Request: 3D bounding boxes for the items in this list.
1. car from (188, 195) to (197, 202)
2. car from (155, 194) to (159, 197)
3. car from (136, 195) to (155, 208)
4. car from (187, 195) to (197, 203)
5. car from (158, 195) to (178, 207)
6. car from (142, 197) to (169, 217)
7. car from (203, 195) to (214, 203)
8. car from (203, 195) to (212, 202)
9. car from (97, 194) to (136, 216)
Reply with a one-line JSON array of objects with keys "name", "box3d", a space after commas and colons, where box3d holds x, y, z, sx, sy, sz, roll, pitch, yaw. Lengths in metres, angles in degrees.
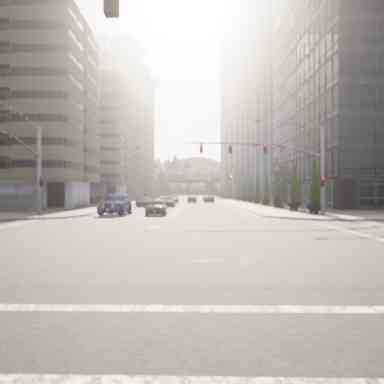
[{"name": "car", "box3d": [0.023, 1.443, 76.393, 1.994, 1.385, 4.181, 0, 0, 0]}, {"name": "car", "box3d": [-6.992, 1.284, 66.761, 2.097, 1.767, 4.553, 0, 0, 0]}, {"name": "car", "box3d": [-7.068, 1.428, 48.735, 1.882, 1.535, 5.008, 0, 0, 0]}, {"name": "car", "box3d": [0.020, 1.409, 67.066, 1.882, 1.535, 5.008, 0, 0, 0]}, {"name": "car", "box3d": [-3.568, 1.427, 48.986, 1.882, 1.535, 5.008, 0, 0, 0]}, {"name": "car", "box3d": [-3.377, 1.472, 31.542, 1.837, 1.490, 4.892, 0, 0, -3]}, {"name": "car", "box3d": [3.520, 1.435, 67.898, 1.837, 1.490, 4.892, 0, 0, 0]}, {"name": "car", "box3d": [3.523, 1.450, 76.566, 1.994, 1.385, 4.181, 0, 0, 0]}, {"name": "car", "box3d": [-7.262, 1.189, 31.884, 2.150, 2.045, 5.566, 0, 0, 3]}]
